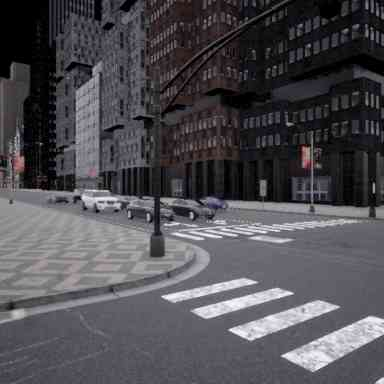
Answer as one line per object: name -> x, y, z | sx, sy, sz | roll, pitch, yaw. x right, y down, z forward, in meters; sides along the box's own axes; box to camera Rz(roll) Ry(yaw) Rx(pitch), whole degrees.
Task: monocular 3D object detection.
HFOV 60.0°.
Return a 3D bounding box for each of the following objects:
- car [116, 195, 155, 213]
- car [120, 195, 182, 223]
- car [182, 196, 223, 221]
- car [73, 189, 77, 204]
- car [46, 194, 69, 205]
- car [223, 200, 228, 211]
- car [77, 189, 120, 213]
car -> -5.643, 1.107, 32.595 | 1.837, 1.490, 4.892 | 0, 1, -36
car -> -2.970, 1.240, 23.324 | 1.837, 1.490, 4.892 | 0, 1, -36
car -> -0.205, 1.239, 25.003 | 1.837, 1.490, 4.892 | 0, 1, -38
car -> -14.314, 0.606, 44.655 | 2.150, 2.045, 5.566 | 0, 1, -36
car -> -17.834, 0.915, 43.994 | 2.033, 1.411, 5.357 | 0, 1, -35
car -> 1.750, 1.167, 33.779 | 1.812, 1.442, 4.674 | 0, 1, -36
car -> -8.649, 0.814, 31.207 | 2.150, 2.045, 5.566 | 0, 2, -36
